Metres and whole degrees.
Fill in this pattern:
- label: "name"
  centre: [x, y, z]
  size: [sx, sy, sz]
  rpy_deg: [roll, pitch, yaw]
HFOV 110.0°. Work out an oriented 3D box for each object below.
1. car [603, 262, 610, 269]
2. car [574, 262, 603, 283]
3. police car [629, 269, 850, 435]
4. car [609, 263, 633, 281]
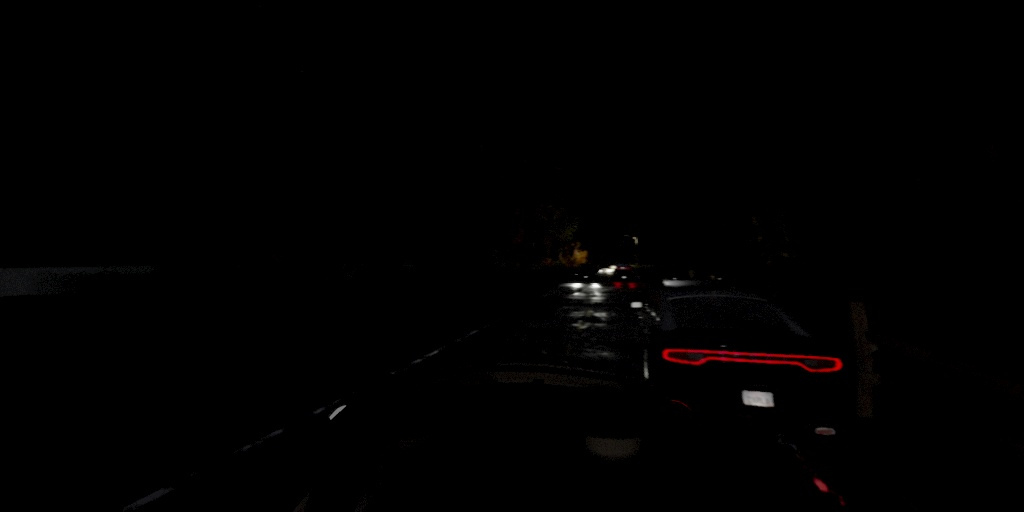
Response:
- label: "car"
  centre: [16.028, 1.680, 62.053]
  size: [1.895, 1.301, 4.718]
  rpy_deg: [-1, -1, 17]
- label: "car"
  centre: [6.504, 1.428, 30.611]
  size: [1.837, 1.490, 4.892]
  rpy_deg: [-1, -1, 17]
- label: "police car"
  centre: [3.080, 1.168, 5.900]
  size: [1.930, 1.638, 5.238]
  rpy_deg: [-1, -1, 17]
- label: "car"
  centre: [9.950, 1.485, 31.924]
  size: [1.895, 1.301, 4.718]
  rpy_deg: [-1, -1, 17]
